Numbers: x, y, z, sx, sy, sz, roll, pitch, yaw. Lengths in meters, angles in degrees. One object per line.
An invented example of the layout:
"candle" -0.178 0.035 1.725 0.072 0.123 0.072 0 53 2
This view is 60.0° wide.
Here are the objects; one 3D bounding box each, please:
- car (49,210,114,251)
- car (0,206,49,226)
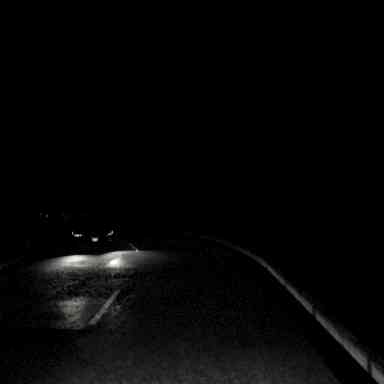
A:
"car" -4.931 1.594 14.871 1.837 1.490 4.892 3 -2 -30
"car" -12.478 1.724 24.632 4.181 1.385 1.994 0 -1 12
